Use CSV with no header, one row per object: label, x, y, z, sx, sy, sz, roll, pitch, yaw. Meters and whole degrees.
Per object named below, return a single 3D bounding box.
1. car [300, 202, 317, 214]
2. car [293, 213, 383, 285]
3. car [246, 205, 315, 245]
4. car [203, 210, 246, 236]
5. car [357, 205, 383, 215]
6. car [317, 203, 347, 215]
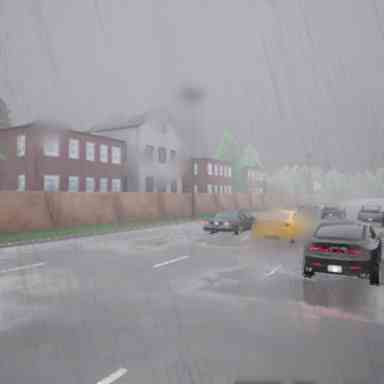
car,13.642,1.962,39.072,1.837,1.490,4.892,-1,0,31
car,4.653,1.620,10.061,1.837,1.490,4.892,-1,-1,31
car,4.711,1.680,17.048,1.882,1.535,5.008,-1,-1,31
car,2.606,1.796,20.369,2.033,1.411,5.357,-1,-1,31
car,13.955,1.782,25.828,2.128,1.511,4.902,-1,-1,31
car,13.978,1.881,32.755,1.837,1.490,4.892,-1,-1,31
